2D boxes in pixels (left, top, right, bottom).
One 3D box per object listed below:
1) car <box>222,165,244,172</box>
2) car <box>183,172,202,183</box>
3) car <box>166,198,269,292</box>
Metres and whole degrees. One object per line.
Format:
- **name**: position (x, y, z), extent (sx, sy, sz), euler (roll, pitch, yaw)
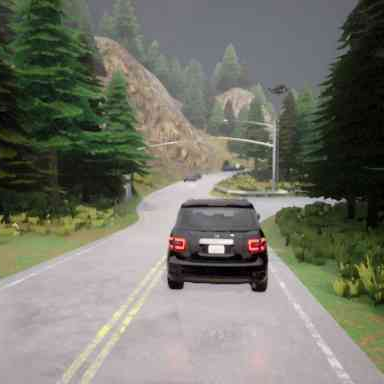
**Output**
- **car**: position (8.613, -4.939, 68.642), extent (5.357, 1.411, 2.033), euler (-11, 11, -43)
- **car**: position (0.138, -2.496, 54.917), extent (2.033, 1.411, 5.357), euler (1, 9, 17)
- **car**: position (0.704, 1.171, 9.001), extent (2.150, 2.045, 5.566), euler (0, 0, 5)
